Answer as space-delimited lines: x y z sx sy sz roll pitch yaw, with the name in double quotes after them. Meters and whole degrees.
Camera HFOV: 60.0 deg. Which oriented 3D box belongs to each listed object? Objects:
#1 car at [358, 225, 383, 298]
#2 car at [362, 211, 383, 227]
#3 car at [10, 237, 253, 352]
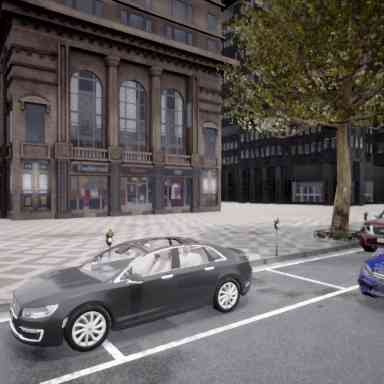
5.592 1.526 7.364 4.674 1.442 1.812 0 0 -35 "car"
8.425 1.316 12.657 5.009 1.841 2.192 0 0 -35 "car"
-0.819 1.551 6.065 4.403 1.369 2.008 0 0 -35 "car"
